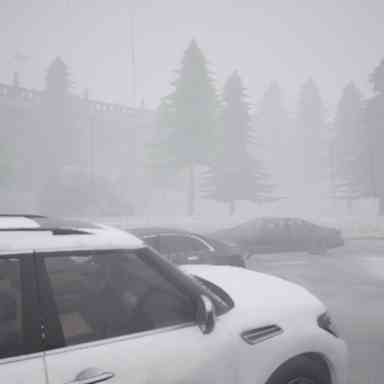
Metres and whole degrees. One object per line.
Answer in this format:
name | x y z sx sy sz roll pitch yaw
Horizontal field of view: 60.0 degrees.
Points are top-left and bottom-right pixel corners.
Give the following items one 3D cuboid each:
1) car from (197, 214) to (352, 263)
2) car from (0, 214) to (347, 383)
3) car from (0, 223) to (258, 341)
car | 3.052 1.625 12.484 5.357 1.411 2.033 1 0 -17
car | -1.201 1.215 2.609 5.566 2.045 2.150 1 0 -32
car | -1.193 1.515 6.841 4.892 1.490 1.837 1 -1 -27
